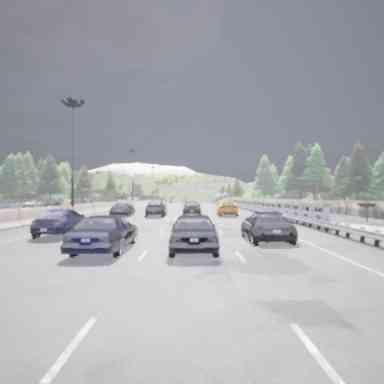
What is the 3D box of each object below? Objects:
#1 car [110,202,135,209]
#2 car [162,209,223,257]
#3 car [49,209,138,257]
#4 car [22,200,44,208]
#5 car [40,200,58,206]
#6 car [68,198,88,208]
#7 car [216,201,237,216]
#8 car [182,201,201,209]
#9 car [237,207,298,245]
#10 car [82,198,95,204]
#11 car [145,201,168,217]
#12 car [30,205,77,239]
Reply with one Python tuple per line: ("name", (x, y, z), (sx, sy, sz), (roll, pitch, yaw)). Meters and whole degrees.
("car", (-6.999, 1.739, 33.732), (1.994, 1.385, 4.181), (0, 0, 0))
("car", (0.062, 1.608, 13.225), (2.033, 1.411, 5.357), (0, 0, 0))
("car", (-3.439, 1.618, 13.240), (2.033, 1.411, 5.357), (0, 0, 0))
("car", (-28.186, 2.088, 59.125), (1.812, 1.442, 4.674), (0, -1, 0))
("car", (-24.694, 2.116, 59.177), (1.994, 1.385, 4.181), (0, -1, 0))
("car", (-21.195, 1.955, 61.905), (2.097, 1.767, 4.553), (0, -1, 0))
("car", (3.500, 1.624, 33.949), (1.882, 1.535, 5.008), (0, 0, 0))
("car", (-0.013, 1.683, 34.094), (1.812, 1.442, 4.674), (0, 0, 0))
("car", (3.552, 1.626, 15.914), (1.994, 1.385, 4.181), (0, 0, 0))
("car", (-17.707, 2.031, 59.230), (2.128, 1.511, 4.902), (0, -1, 0))
("car", (-3.497, 1.653, 32.978), (2.128, 1.511, 4.902), (0, 0, 0))
("car", (-6.967, 1.627, 17.885), (1.812, 1.442, 4.674), (0, 0, 0))
